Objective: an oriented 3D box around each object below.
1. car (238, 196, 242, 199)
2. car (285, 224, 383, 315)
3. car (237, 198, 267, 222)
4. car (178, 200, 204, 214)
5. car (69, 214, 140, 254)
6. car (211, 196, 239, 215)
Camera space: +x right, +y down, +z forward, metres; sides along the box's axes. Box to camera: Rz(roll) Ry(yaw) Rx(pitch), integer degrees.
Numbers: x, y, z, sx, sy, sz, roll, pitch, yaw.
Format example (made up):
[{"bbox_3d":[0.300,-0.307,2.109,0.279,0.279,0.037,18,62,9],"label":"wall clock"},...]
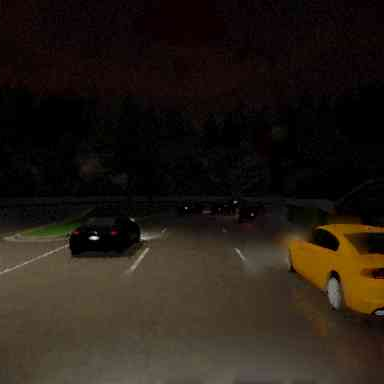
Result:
[{"bbox_3d":[5.957,1.352,43.995,2.097,1.767,4.553,0,0,13],"label":"car"},{"bbox_3d":[3.602,1.477,7.659,1.882,1.535,5.008,0,0,0],"label":"car"},{"bbox_3d":[4.870,1.477,26.393,1.882,1.535,5.008,0,0,12],"label":"car"},{"bbox_3d":[-0.041,1.563,35.022,1.994,1.385,4.181,0,0,16],"label":"car"},{"bbox_3d":[-3.356,1.564,13.489,1.994,1.385,4.181,0,0,1],"label":"car"},{"bbox_3d":[3.274,1.478,33.876,1.882,1.535,5.008,0,0,16],"label":"car"}]
